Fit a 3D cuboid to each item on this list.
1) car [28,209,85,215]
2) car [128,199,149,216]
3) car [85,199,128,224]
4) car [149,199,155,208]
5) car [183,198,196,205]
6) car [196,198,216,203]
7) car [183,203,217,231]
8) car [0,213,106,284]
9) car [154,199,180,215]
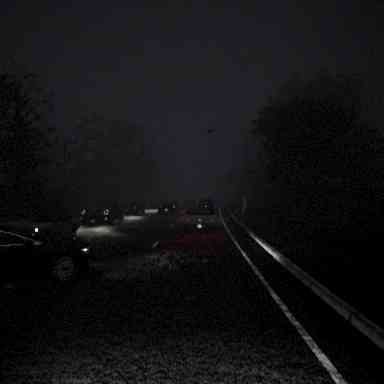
[{"bbox_3d":[-6.850,1.599,15.411,1.895,1.301,4.718,0,0,2],"label":"car"},{"bbox_3d":[-5.963,1.501,33.346,1.837,1.490,4.892,0,0,4],"label":"car"},{"bbox_3d":[-6.494,1.349,24.375,2.097,1.767,4.553,0,0,3],"label":"car"},{"bbox_3d":[-5.182,1.560,43.374,1.994,1.385,4.181,0,0,5],"label":"car"},{"bbox_3d":[-0.299,1.595,56.015,1.895,1.301,4.718,0,0,6],"label":"car"},{"bbox_3d":[1.876,1.501,42.254,1.837,1.490,4.892,0,0,5],"label":"car"},{"bbox_3d":[0.530,1.599,20.756,1.895,1.301,4.718,0,0,2],"label":"car"},{"bbox_3d":[-4.860,1.491,7.859,4.902,1.511,2.128,0,1,-38],"label":"car"},{"bbox_3d":[-2.280,1.522,33.652,1.812,1.442,4.674,0,0,4],"label":"car"}]
